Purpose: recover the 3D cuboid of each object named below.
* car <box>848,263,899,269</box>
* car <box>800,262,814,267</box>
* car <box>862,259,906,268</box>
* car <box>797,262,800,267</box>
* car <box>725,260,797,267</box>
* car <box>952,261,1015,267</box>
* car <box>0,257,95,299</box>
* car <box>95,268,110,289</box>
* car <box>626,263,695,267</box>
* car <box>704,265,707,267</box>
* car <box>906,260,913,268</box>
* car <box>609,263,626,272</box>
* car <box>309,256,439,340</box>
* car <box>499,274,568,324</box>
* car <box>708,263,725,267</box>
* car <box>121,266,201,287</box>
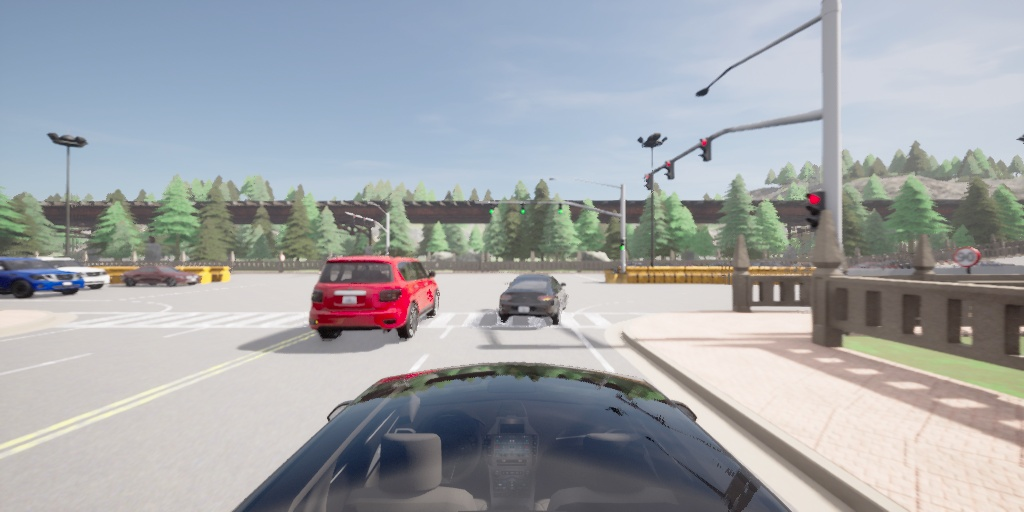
[{"bbox_3d":[31.416,1.519,32.437,4.718,1.301,1.895,0,0,0],"label":"car"},{"bbox_3d":[31.739,1.434,39.435,5.008,1.535,1.882,-1,0,0],"label":"car"},{"bbox_3d":[35.682,1.344,35.934,5.008,1.535,1.882,-1,0,0],"label":"car"},{"bbox_3d":[25.532,1.305,35.946,4.553,1.767,2.097,0,0,0],"label":"car"},{"bbox_3d":[22.428,1.284,32.455,4.553,1.767,2.097,0,0,0],"label":"car"},{"bbox_3d":[42.048,1.157,32.420,5.357,1.411,2.033,-3,0,0],"label":"car"},{"bbox_3d":[-25.660,1.071,18.453,5.566,2.045,2.150,0,0,-1],"label":"car"},{"bbox_3d":[-28.281,1.092,21.970,5.566,2.045,2.150,0,0,0],"label":"car"},{"bbox_3d":[13.407,1.410,32.488,5.008,1.535,1.882,0,0,0],"label":"car"},{"bbox_3d":[16.546,1.479,35.974,4.674,1.442,1.812,0,0,0],"label":"car"},{"bbox_3d":[41.601,1.177,39.421,4.892,1.490,1.837,-3,0,0],"label":"car"},{"bbox_3d":[13.132,1.465,39.488,4.902,1.511,2.128,0,0,0],"label":"car"},{"bbox_3d":[-3.545,1.025,10.291,2.150,2.045,5.566,0,0,-2],"label":"car"},{"bbox_3d":[0.838,1.338,12.317,1.812,1.442,4.674,0,0,13],"label":"car"},{"bbox_3d":[22.549,1.479,39.452,4.892,1.490,1.837,0,0,0],"label":"car"},{"bbox_3d":[-24.907,1.417,25.454,4.674,1.442,1.812,0,0,0],"label":"car"}]
